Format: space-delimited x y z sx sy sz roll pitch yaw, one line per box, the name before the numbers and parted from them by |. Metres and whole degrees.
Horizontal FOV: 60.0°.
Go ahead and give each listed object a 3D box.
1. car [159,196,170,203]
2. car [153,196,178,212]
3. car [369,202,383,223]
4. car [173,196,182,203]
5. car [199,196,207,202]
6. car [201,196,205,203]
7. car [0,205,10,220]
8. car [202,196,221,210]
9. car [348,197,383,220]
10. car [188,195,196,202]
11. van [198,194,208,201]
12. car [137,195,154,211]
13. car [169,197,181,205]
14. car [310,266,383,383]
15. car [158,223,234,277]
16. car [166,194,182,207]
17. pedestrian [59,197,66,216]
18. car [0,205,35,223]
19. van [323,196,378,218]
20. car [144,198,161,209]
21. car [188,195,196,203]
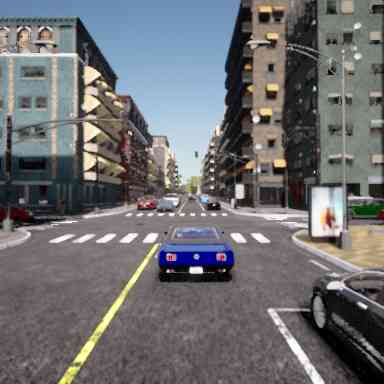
car | -5.684 1.616 70.058 1.947 1.339 4.313 1 0 0
car | -3.105 1.575 40.133 2.033 1.411 5.357 0 0 0
car | 13.702 1.416 20.603 4.206 1.307 1.802 0 0 0
car | -3.005 1.550 70.486 1.837 1.490 4.892 0 0 0
car | 2.695 1.603 81.161 1.887 1.381 4.507 1 0 0
car | 2.697 1.615 47.734 1.802 1.307 4.206 1 0 0
car | -18.629 1.800 29.213 4.206 1.307 1.802 0 0 0
car | 2.698 1.595 42.163 1.947 1.339 4.313 1 0 0
car | 13.332 1.277 26.404 4.553 1.767 2.097 0 -1 0
car | -0.006 1.583 81.588 1.812 1.442 4.674 0 0 0
van | 2.698 1.391 70.020 1.690 1.788 3.998 1 0 0
car | -5.679 1.344 42.203 2.192 1.841 5.009 1 0 0
car | -3.013 1.606 60.076 1.994 1.385 4.181 0 0 0
car | 2.830 1.553 3.971 2.008 1.369 4.403 1 0 0
car | 0.060 1.608 10.282 1.895 1.301 4.718 0 0 -1
car | -3.082 1.256 50.134 2.150 2.045 5.566 0 0 0
pedestrian | -12.531 1.355 32.127 0.375 1.860 0.375 0 0 0
car | -14.807 1.709 26.468 4.181 1.385 1.994 0 -1 2
van | 13.761 1.302 28.984 3.998 1.788 1.690 0 0 0
car | -5.683 1.578 47.774 1.887 1.381 4.507 1 0 0
car | -0.006 1.576 71.206 2.128 1.511 4.902 0 0 0
